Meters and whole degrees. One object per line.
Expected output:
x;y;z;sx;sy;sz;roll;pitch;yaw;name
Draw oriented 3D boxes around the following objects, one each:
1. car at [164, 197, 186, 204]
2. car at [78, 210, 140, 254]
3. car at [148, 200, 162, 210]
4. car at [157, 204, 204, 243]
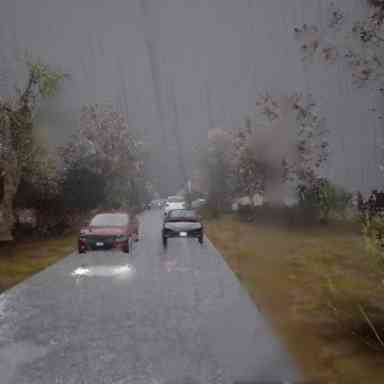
-1.805;1.519;35.662;2.150;2.045;5.566;0;-1;-4;car
-3.307;1.540;13.985;1.882;1.535;5.008;0;0;-3;car
-6.149;2.072;55.640;2.097;1.767;4.553;0;-1;-4;car
-0.503;1.572;16.473;2.128;1.511;4.902;0;0;-3;car
